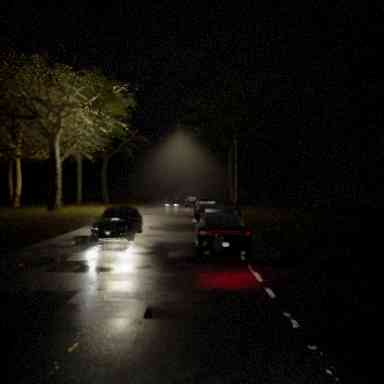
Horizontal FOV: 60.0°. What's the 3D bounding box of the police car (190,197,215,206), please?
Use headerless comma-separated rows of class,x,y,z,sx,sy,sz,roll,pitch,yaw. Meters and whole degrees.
police car,1.040,1.426,22.923,1.930,1.638,5.238,0,0,0

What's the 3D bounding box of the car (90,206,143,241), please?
car,-3.607,1.505,16.630,1.837,1.490,4.892,0,0,0

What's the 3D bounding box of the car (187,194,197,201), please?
car,-0.029,1.133,70.457,2.033,1.411,5.357,0,1,0

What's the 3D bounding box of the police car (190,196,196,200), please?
police car,1.038,1.422,28.921,1.930,1.638,5.238,0,0,0

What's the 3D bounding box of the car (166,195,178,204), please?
car,-3.570,1.346,59.844,1.837,1.490,4.892,0,1,0

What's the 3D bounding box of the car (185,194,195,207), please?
car,-0.010,1.404,48.145,2.128,1.511,4.902,0,0,0

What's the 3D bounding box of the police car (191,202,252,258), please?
police car,1.044,1.426,12.923,1.930,1.638,5.238,0,0,0
